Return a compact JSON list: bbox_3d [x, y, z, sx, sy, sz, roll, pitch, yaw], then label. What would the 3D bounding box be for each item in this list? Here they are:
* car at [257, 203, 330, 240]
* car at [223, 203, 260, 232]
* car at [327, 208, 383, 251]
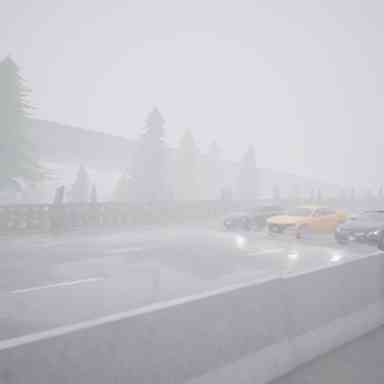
[{"bbox_3d":[5.853,1.429,16.763,5.008,1.535,1.882,0,0,-35],"label":"car"},{"bbox_3d":[3.996,1.455,19.738,4.892,1.490,1.837,0,0,-35],"label":"car"},{"bbox_3d":[7.934,1.477,13.949,4.674,1.442,1.812,0,0,-35],"label":"car"}]
